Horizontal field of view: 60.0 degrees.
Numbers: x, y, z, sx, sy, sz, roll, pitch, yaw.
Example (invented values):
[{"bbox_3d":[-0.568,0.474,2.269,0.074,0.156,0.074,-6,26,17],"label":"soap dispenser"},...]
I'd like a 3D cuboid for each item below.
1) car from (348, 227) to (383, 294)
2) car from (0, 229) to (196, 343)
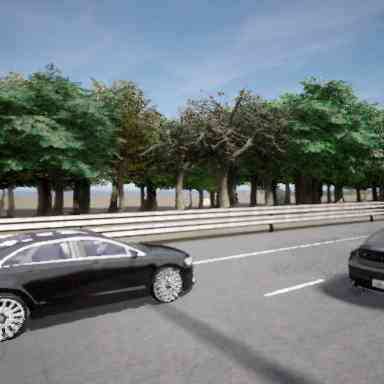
[{"bbox_3d":[5.488,1.451,7.539,4.892,1.490,1.837,0,0,-35],"label":"car"},{"bbox_3d":[-2.192,1.477,6.448,4.902,1.511,2.128,0,0,-35],"label":"car"}]
